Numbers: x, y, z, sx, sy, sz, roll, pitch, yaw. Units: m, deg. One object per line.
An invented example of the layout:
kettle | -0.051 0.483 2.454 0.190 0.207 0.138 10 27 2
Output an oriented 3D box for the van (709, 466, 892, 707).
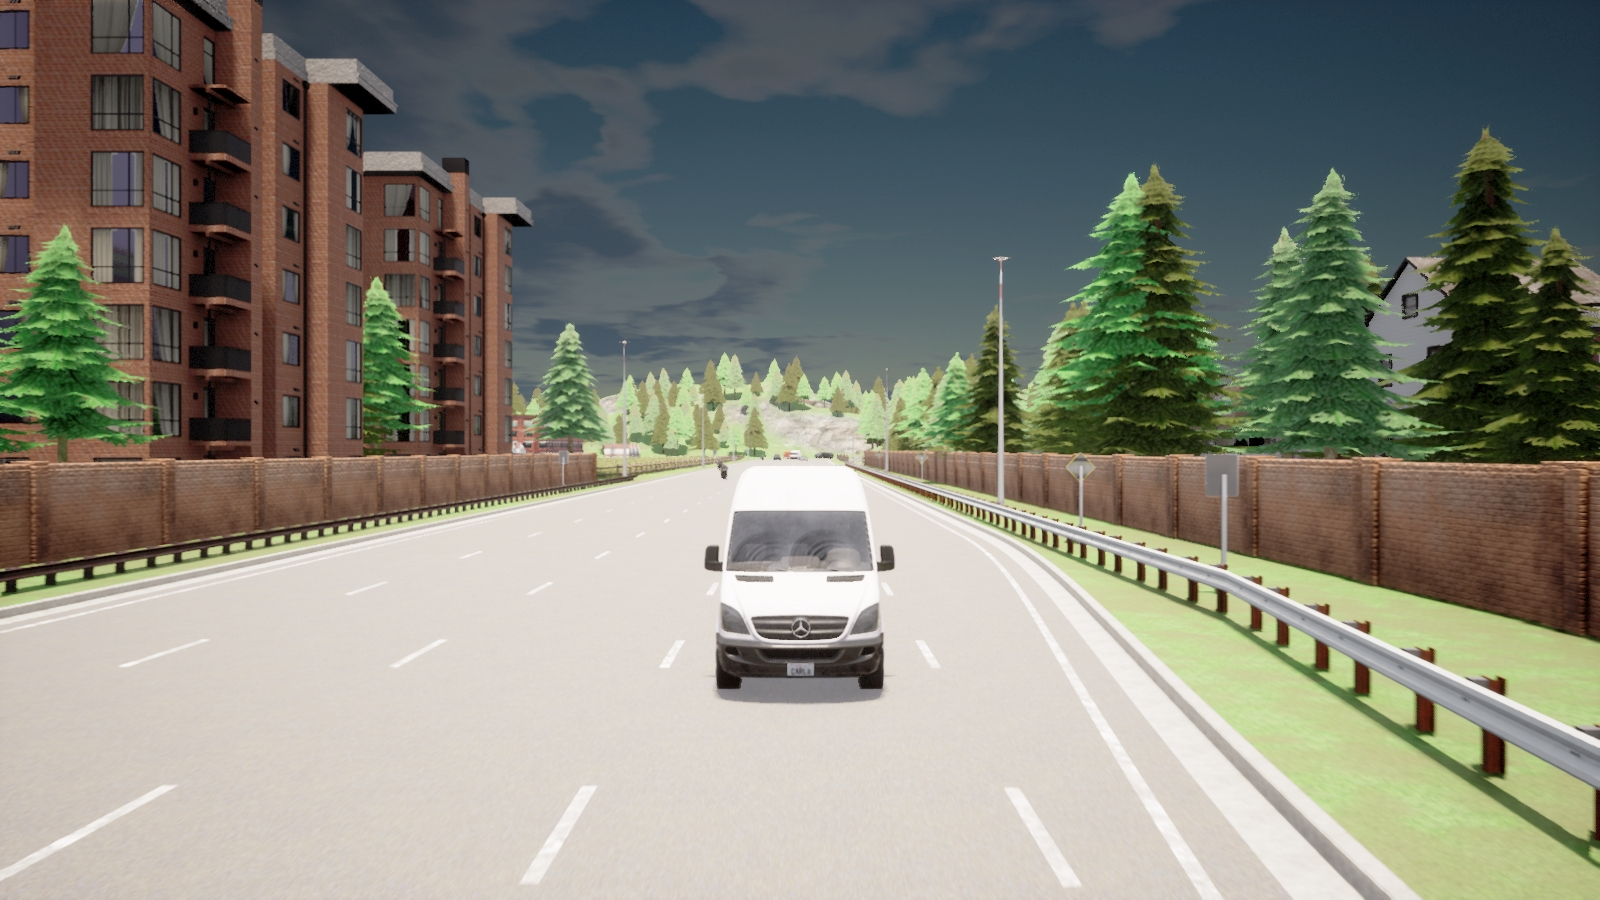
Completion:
van | -0.001 1.528 15.415 1.988 2.561 5.915 0 0 0
